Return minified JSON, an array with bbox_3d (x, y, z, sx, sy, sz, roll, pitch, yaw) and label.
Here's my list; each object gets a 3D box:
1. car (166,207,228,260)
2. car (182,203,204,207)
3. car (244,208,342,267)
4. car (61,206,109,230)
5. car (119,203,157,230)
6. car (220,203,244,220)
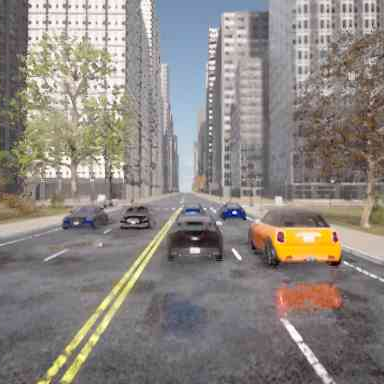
[{"bbox_3d":[0.093,1.518,12.410,1.837,1.490,4.892,0,0,0],"label":"car"},{"bbox_3d":[0.090,1.588,27.879,1.994,1.385,4.181,0,0,0],"label":"car"},{"bbox_3d":[3.341,1.364,11.638,2.097,1.767,4.553,0,0,0],"label":"car"},{"bbox_3d":[-6.601,1.584,20.974,1.994,1.385,4.181,0,0,0],"label":"car"},{"bbox_3d":[-3.351,1.525,21.379,1.837,1.490,4.892,0,0,0],"label":"car"},{"bbox_3d":[3.341,1.588,28.080,1.994,1.385,4.181,0,0,0],"label":"car"}]
